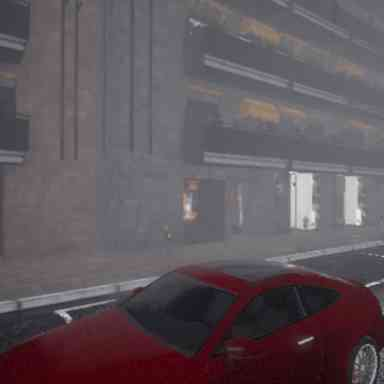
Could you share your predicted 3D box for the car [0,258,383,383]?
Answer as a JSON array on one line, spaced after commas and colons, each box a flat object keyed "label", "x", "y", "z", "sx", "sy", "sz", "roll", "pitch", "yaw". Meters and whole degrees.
[{"label": "car", "x": 0.325, "y": 1.540, "z": 3.609, "sx": 4.674, "sy": 1.442, "sz": 1.812, "roll": 1, "pitch": 0, "yaw": -35}]
